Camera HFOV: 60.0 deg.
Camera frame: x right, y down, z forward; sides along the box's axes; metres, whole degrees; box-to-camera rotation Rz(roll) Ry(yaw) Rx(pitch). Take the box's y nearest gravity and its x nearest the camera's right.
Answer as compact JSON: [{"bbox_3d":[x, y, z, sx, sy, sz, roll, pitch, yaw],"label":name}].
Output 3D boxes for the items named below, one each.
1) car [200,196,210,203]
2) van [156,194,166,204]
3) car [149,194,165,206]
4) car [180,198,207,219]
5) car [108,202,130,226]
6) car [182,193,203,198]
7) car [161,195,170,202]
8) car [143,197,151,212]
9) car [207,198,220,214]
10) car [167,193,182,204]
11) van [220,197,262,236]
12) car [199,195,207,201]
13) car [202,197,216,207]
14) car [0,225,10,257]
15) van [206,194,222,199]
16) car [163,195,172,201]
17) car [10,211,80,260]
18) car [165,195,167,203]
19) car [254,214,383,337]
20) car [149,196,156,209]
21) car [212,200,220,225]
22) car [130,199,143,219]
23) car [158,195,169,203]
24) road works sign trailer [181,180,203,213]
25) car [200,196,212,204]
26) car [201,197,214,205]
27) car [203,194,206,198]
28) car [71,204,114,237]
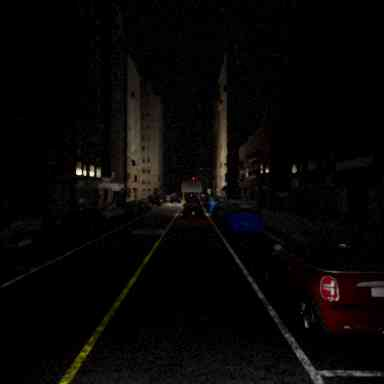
[{"bbox_3d":[2.647,1.517,68.999,1.802,1.307,4.206,0,0,0],"label":"car"},{"bbox_3d":[-5.877,1.284,63.313,1.690,1.788,3.998,0,0,0],"label":"van"},{"bbox_3d":[-5.874,1.270,51.977,2.192,1.841,5.009,0,0,0],"label":"car"},{"bbox_3d":[0.106,1.505,29.093,1.812,1.442,4.674,0,0,0],"label":"car"},{"bbox_3d":[-5.865,1.509,23.465,1.752,1.417,4.829,0,0,0],"label":"car"},{"bbox_3d":[0.061,1.314,45.124,2.097,1.767,4.553,0,0,0],"label":"car"},{"bbox_3d":[-5.880,1.449,74.481,1.752,1.417,4.829,0,0,0],"label":"car"},{"bbox_3d":[-5.868,1.518,34.971,1.887,1.381,4.507,0,0,0],"label":"car"},{"bbox_3d":[2.659,1.530,29.314,2.008,1.369,4.403,0,0,0],"label":"car"},{"bbox_3d":[-3.051,1.471,60.961,1.812,1.442,4.674,0,0,1],"label":"car"},{"bbox_3d":[2.662,1.330,17.975,1.690,1.788,3.998,0,0,0],"label":"van"},{"bbox_3d":[2.644,1.437,80.509,1.752,1.417,4.829,0,0,0],"label":"car"},{"bbox_3d":[2.652,1.521,51.992,1.947,1.339,4.313,0,0,0],"label":"car"},{"bbox_3d":[-5.860,1.562,6.631,1.947,1.339,4.313,0,0,0],"label":"car"},{"bbox_3d":[2.657,1.315,34.983,1.690,1.788,3.998,0,0,0],"label":"van"},{"bbox_3d":[-5.882,1.462,80.318,2.008,1.369,4.403,0,0,0],"label":"car"},{"bbox_3d":[-5.862,1.574,12.299,1.802,1.307,4.206,0,0,0],"label":"car"},{"bbox_3d":[-5.875,1.500,57.644,2.008,1.369,4.403,0,0,0],"label":"car"},{"bbox_3d":[2.666,1.436,6.637,1.967,1.590,4.097,0,0,0],"label":"car"},{"bbox_3d":[-5.870,1.493,40.470,1.752,1.417,4.829,0,0,0],"label":"car"},{"bbox_3d":[2.661,1.509,23.814,1.752,1.417,4.829,0,0,0],"label":"car"},{"bbox_3d":[-5.867,1.545,29.303,1.947,1.339,4.313,0,0,0],"label":"car"},{"bbox_3d":[-5.878,1.460,68.812,1.752,1.417,4.829,0,0,0],"label":"car"},{"bbox_3d":[-0.013,0.446,36.290,2.380,3.560,2.880,0,0,0],"label":"road works sign trailer"},{"bbox_3d":[2.649,1.494,63.329,2.008,1.369,4.403,0,0,0],"label":"car"},{"bbox_3d":[2.650,1.515,57.661,1.947,1.339,4.313,0,0,0],"label":"car"},{"bbox_3d":[2.655,1.408,40.653,1.967,1.590,4.097,0,0,0],"label":"car"},{"bbox_3d":[-5.864,1.554,17.967,1.947,1.339,4.313,0,0,0],"label":"car"}]
